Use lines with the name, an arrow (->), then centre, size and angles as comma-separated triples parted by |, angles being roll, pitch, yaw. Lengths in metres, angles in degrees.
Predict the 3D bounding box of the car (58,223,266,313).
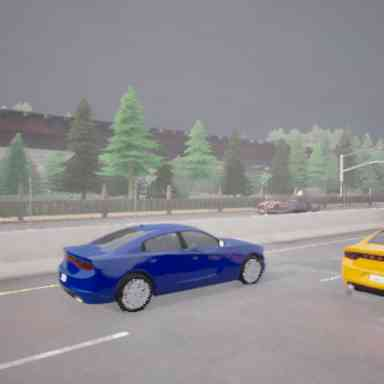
car -> -0.410, 1.470, 7.749 | 5.008, 1.535, 1.882 | 0, 0, -35

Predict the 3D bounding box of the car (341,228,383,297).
car -> 5.470, 1.465, 7.641 | 5.008, 1.535, 1.882 | 0, 0, -35

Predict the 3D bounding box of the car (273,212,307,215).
car -> 8.296, 1.512, 26.987 | 5.357, 1.411, 2.033 | 0, 0, -35
